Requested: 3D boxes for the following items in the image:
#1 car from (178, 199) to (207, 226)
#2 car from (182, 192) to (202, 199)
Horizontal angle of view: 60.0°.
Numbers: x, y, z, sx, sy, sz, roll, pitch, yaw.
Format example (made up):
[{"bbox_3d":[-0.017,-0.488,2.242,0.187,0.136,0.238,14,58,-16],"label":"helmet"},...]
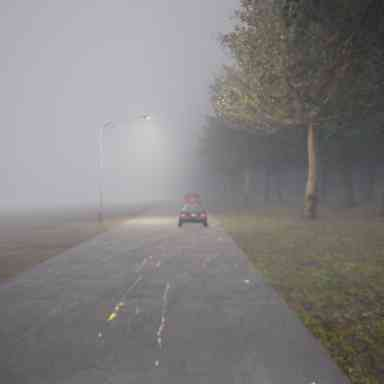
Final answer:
[{"bbox_3d":[0.054,1.443,22.447,2.033,1.411,5.357,0,0,0],"label":"car"},{"bbox_3d":[0.018,1.061,40.535,2.150,2.045,5.566,0,0,0],"label":"car"}]
